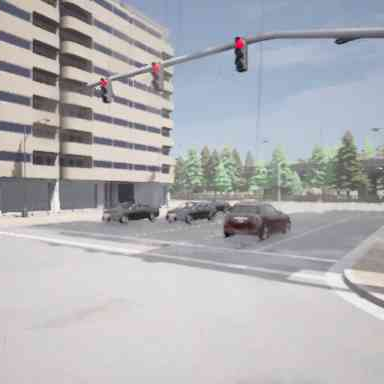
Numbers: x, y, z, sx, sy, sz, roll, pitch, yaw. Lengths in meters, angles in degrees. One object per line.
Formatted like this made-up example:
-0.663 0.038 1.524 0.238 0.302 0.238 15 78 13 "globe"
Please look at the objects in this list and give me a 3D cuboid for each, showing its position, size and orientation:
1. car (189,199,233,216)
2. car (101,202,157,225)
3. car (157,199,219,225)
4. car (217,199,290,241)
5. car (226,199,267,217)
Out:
2.030 1.494 33.707 2.128 1.511 4.902 0 0 36 "car"
-4.449 1.493 24.464 2.128 1.511 4.902 0 0 35 "car"
-0.005 1.493 24.710 2.128 1.511 4.902 0 0 35 "car"
3.443 1.353 17.128 2.097 1.767 4.553 0 0 34 "car"
5.389 1.480 32.407 1.882 1.535 5.008 0 0 35 "car"
